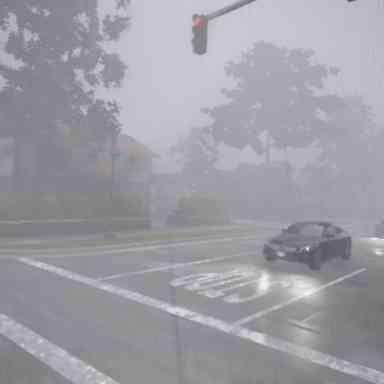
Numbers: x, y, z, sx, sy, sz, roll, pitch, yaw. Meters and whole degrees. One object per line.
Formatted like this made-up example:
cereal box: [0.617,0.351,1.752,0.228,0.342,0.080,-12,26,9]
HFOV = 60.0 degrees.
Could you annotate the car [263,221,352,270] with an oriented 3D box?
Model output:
car: [4.490,1.831,12.468,1.812,1.442,4.674,2,-1,43]

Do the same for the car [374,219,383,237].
car: [13.852,2.371,22.411,1.994,1.385,4.181,2,-1,43]

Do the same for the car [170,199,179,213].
car: [-0.288,1.420,31.867,3.806,1.475,1.970,2,-1,44]
